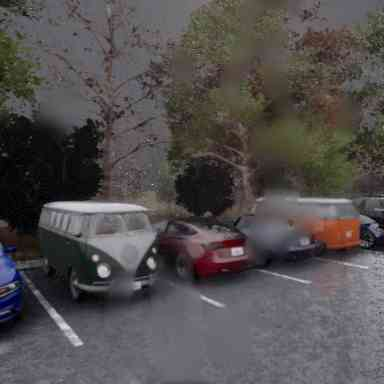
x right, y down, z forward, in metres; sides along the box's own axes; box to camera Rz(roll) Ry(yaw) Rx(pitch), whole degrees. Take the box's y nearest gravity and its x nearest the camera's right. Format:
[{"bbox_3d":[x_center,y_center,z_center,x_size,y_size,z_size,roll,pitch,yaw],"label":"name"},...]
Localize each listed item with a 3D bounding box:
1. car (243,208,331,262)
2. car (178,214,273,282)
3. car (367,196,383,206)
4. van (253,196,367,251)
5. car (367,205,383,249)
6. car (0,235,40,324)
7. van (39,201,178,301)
[{"bbox_3d":[1.894,1.469,11.447,2.163,1.488,4.792,0,0,-35],"label":"car"},{"bbox_3d":[-0.255,1.477,9.915,2.163,1.488,4.792,0,0,-35],"label":"car"},{"bbox_3d":[8.760,1.189,16.346,2.435,2.045,5.566,0,0,-36],"label":"car"},{"bbox_3d":[4.099,1.210,13.128,1.878,1.987,4.442,0,0,-36],"label":"van"},{"bbox_3d":[6.539,1.466,14.691,2.163,1.488,4.792,0,0,-36],"label":"car"},{"bbox_3d":[-4.749,1.481,6.679,2.097,1.535,5.008,-1,0,-35],"label":"car"},{"bbox_3d":[-2.416,1.237,8.204,1.878,1.987,4.442,0,0,-36],"label":"van"}]
